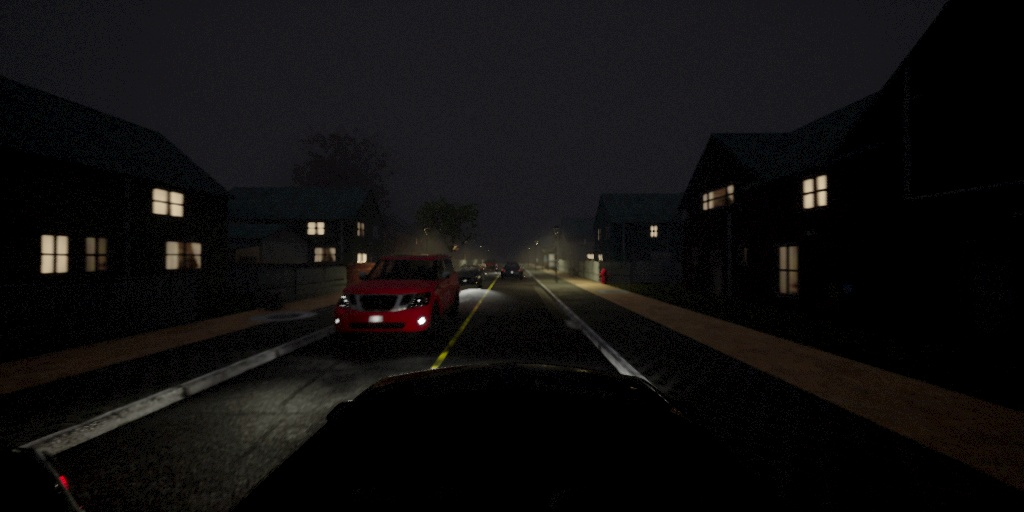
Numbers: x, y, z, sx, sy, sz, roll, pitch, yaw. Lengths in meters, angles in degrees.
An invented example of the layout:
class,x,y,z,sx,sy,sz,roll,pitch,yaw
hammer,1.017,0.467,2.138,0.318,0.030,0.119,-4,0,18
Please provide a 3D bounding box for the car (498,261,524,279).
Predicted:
class,x,y,z,sx,sy,sz,roll,pitch,yaw
car,0.010,1.321,31.990,1.994,1.385,4.181,0,0,0

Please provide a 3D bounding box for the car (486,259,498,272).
class,x,y,z,sx,sy,sz,roll,pitch,yaw
car,-2.745,1.181,47.554,2.097,1.767,4.553,0,0,0

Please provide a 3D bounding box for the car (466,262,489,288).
class,x,y,z,sx,sy,sz,roll,pitch,yaw
car,-2.831,1.307,23.649,1.994,1.385,4.181,0,0,0

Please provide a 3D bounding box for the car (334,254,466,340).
class,x,y,z,sx,sy,sz,roll,pitch,yaw
car,-2.847,0.961,10.270,2.150,2.045,5.566,0,0,0
